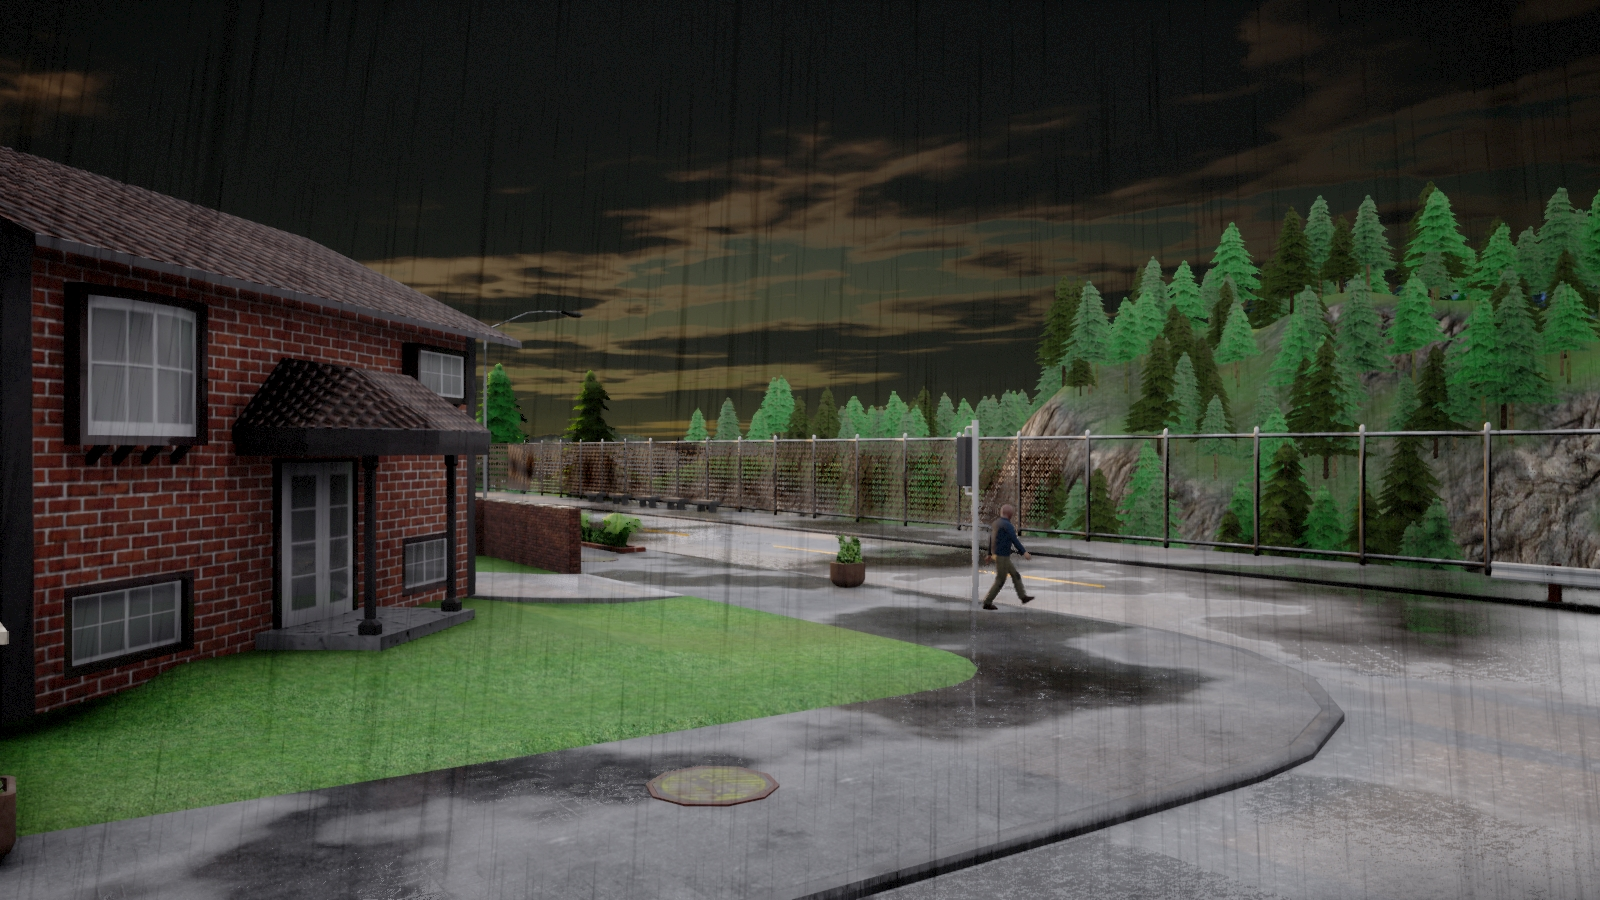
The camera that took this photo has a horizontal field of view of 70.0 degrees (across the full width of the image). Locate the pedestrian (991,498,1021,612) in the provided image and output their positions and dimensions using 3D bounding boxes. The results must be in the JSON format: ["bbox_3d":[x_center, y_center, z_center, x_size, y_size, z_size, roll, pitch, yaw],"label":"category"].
[{"bbox_3d":[3.449,1.745,19.121,0.375,1.860,0.375,0,0,-15],"label":"pedestrian"}]
